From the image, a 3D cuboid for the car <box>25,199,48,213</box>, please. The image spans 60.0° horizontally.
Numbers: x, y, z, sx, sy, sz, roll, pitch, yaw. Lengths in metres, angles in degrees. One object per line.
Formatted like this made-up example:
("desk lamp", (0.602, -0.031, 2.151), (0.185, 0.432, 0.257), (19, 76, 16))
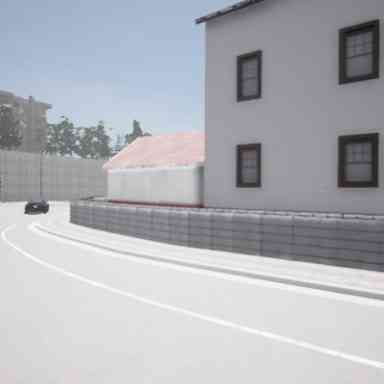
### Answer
("car", (-15.596, 1.358, 33.446), (1.994, 1.385, 4.181), (0, 0, -22))
